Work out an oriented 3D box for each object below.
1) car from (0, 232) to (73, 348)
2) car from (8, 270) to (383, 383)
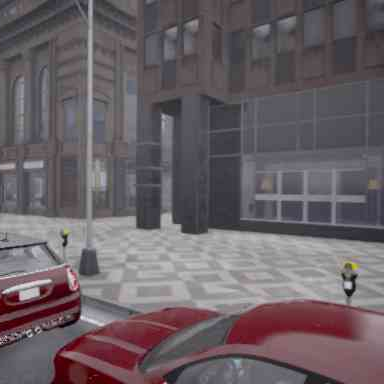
[{"bbox_3d":[-3.793,1.401,5.664,4.097,1.590,1.967,0,0,35],"label":"car"},{"bbox_3d":[0.768,1.541,2.412,4.507,1.381,1.887,0,0,35],"label":"car"}]
